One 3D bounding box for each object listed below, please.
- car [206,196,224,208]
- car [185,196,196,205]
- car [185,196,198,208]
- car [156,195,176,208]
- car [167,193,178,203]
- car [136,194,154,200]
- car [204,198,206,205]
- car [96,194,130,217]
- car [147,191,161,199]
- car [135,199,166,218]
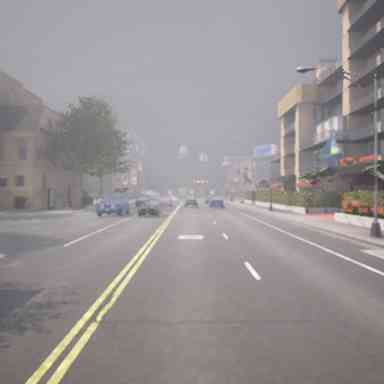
[{"bbox_3d":[3.391,1.436,46.579,1.882,1.535,5.008,0,0,0],"label":"car"},{"bbox_3d":[-0.250,1.426,59.155,1.882,1.535,5.008,0,0,0],"label":"car"},{"bbox_3d":[-0.111,1.463,47.524,1.837,1.490,4.892,0,0,0],"label":"car"},{"bbox_3d":[-3.782,1.485,48.279,1.812,1.442,4.674,0,0,0],"label":"car"},{"bbox_3d":[-3.782,1.512,66.692,1.812,1.442,4.674,0,0,0],"label":"car"},{"bbox_3d":[-7.277,1.437,49.790,1.882,1.535,5.008,0,0,0],"label":"car"},{"bbox_3d":[3.250,1.452,59.328,1.837,1.490,4.892,0,0,0],"label":"car"},{"bbox_3d":[-7.227,1.200,31.082,2.150,2.045,5.566,0,0,0],"label":"car"},{"bbox_3d":[-7.282,1.219,66.707,2.097,1.767,4.553,0,0,0],"label":"car"},{"bbox_3d":[-3.719,1.576,30.040,1.895,1.301,4.718,0,0,0],"label":"car"}]
